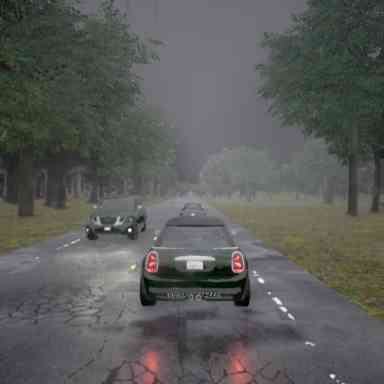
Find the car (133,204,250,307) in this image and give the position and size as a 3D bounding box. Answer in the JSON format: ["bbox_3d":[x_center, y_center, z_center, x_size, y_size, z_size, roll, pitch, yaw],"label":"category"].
[{"bbox_3d":[0.088,1.348,8.158,2.097,1.767,4.553,0,0,1],"label":"car"}]

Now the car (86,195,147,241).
[{"bbox_3d":[-3.619,1.213,16.985,2.150,2.045,5.566,0,0,0],"label":"car"}]
